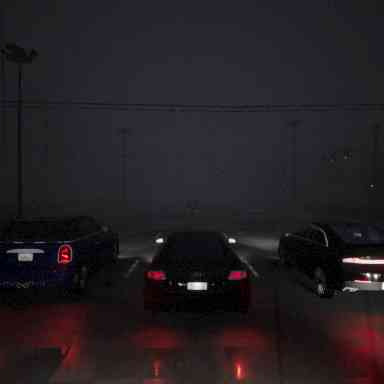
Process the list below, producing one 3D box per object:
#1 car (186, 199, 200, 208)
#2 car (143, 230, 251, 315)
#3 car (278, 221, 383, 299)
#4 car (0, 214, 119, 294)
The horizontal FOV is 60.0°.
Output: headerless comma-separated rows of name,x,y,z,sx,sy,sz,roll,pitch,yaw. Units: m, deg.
car,0.074,1.601,46.420,1.895,1.301,4.718,0,0,0
car,0.091,1.564,7.646,1.994,1.385,4.181,0,0,0
car,3.594,1.492,8.458,2.128,1.511,4.902,0,0,0
car,-3.407,1.352,8.939,2.097,1.767,4.553,0,0,0
